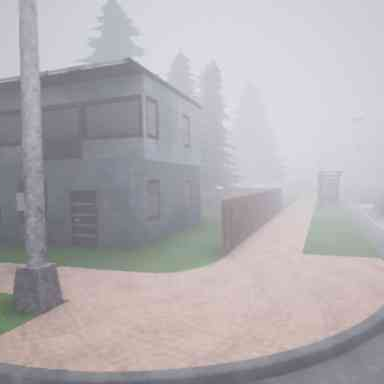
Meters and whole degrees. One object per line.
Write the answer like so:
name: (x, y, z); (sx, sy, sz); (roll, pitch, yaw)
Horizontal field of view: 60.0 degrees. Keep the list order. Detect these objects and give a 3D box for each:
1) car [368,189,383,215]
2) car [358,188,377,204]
car: (12.918, 0.728, 21.464); (1.895, 1.301, 4.718); (-1, 2, 21)
car: (16.591, 0.348, 30.842); (1.994, 1.385, 4.181); (-1, 2, 21)
